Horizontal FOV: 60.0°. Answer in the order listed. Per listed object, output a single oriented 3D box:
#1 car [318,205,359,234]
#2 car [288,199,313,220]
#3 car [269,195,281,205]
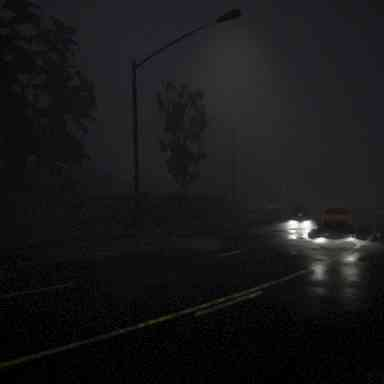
[{"bbox_3d":[8.925,1.572,20.131,1.882,1.535,5.008,-1,-1,30],"label":"car"},{"bbox_3d":[10.037,1.716,30.873,2.128,1.511,4.902,-1,-1,18],"label":"car"},{"bbox_3d":[17.894,1.734,72.025,2.150,2.045,5.566,-1,-1,10],"label":"car"}]
